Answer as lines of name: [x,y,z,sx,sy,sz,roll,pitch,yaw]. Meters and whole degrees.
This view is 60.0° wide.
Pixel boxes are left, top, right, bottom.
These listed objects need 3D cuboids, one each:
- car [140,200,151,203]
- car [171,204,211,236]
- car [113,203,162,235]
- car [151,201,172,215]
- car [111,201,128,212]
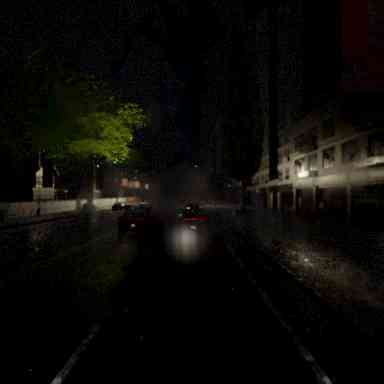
car: [-6.622,1.940,48.087,2.128,1.511,4.902,0,0,0]
car: [0.084,1.686,19.897,2.128,1.511,4.902,0,-1,0]
car: [-3.168,1.676,20.348,1.882,1.535,5.008,0,-1,0]
car: [-3.182,1.915,38.812,2.033,1.411,5.357,0,-1,0]
car: [-9.871,2.001,46.484,1.994,1.385,4.181,0,-1,0]
